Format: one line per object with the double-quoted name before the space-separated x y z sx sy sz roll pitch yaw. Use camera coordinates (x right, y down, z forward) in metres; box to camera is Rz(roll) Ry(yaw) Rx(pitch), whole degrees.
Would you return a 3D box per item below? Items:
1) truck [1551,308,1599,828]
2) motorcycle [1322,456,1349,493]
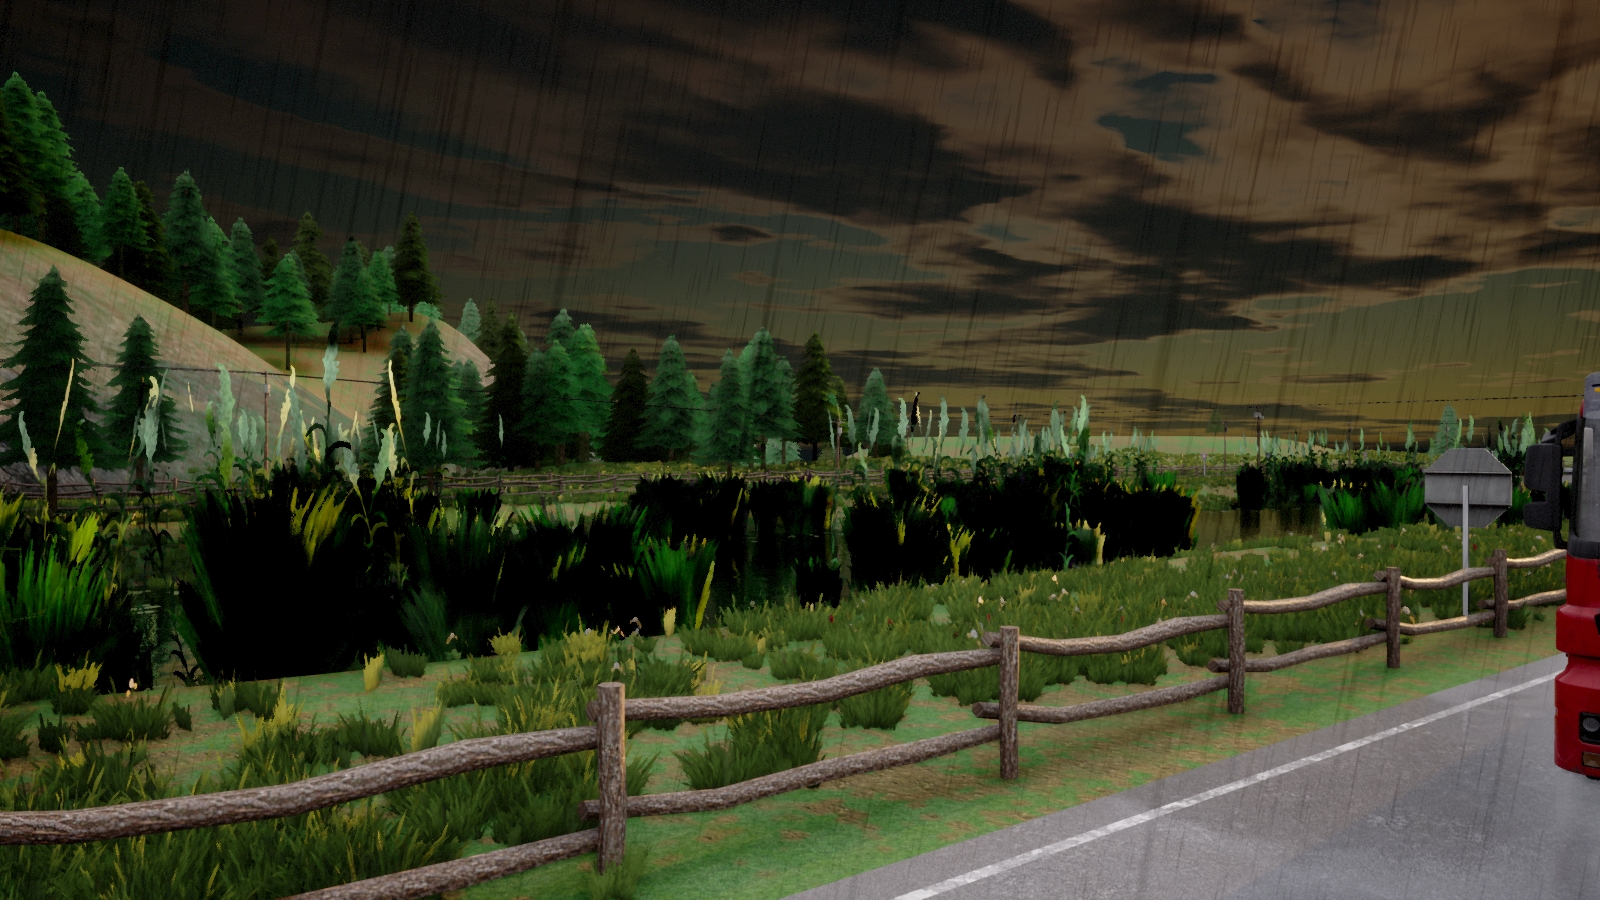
"truck" 9.479 0.862 10.936 2.891 3.827 8.468 0 0 40
"motorcycle" 34.905 1.577 74.485 2.033 2.348 0.803 0 0 -39
